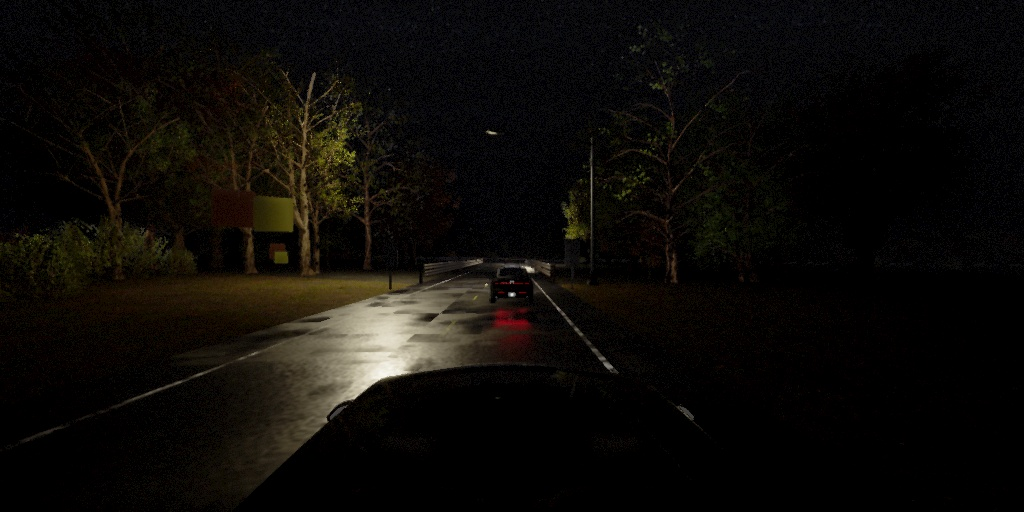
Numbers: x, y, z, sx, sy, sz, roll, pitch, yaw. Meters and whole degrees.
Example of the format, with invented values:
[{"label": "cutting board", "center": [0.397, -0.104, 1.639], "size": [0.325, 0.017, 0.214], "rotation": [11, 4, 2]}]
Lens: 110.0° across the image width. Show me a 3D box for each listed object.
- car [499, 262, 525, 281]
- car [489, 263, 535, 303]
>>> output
[{"label": "car", "center": [0.000, 1.308, 31.501], "size": [2.033, 1.411, 5.357], "rotation": [0, 0, 0]}, {"label": "car", "center": [0.000, 1.263, 16.500], "size": [1.837, 1.490, 4.892], "rotation": [0, 0, 0]}]
